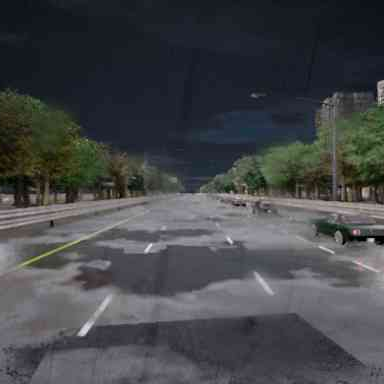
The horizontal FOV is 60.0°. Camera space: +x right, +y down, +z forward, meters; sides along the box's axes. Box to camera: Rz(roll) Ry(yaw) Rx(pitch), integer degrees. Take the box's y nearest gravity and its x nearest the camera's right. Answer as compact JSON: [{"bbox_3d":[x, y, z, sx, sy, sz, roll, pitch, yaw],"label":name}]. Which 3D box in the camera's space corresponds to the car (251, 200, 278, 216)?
[{"bbox_3d":[7.010,1.515,32.387,1.837,1.490,4.892,0,0,0],"label":"car"}]

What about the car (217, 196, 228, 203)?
[{"bbox_3d":[7.075,1.580,69.783,2.128,1.511,4.902,0,0,0],"label":"car"}]

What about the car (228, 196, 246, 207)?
[{"bbox_3d":[7.023,1.628,50.825,1.895,1.301,4.718,0,0,0],"label":"car"}]

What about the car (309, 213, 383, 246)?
[{"bbox_3d":[7.005,1.605,15.236,1.895,1.301,4.718,0,0,0],"label":"car"}]
